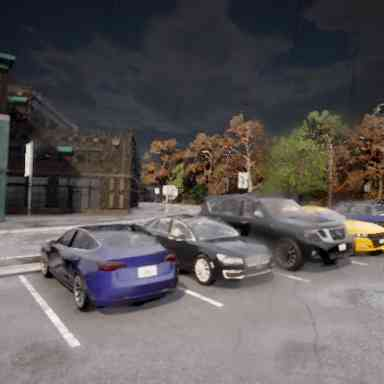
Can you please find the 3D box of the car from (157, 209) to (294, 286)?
[{"bbox_3d":[0.121,1.422,9.531,2.231,1.521,4.892,-1,1,-35],"label":"car"}]

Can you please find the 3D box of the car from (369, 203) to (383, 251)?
[{"bbox_3d":[4.670,1.319,12.767,2.097,1.535,5.008,-1,1,-35],"label":"car"}]

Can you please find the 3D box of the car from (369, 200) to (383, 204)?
[{"bbox_3d":[6.953,1.128,14.346,2.185,1.767,4.553,-2,1,-35],"label":"car"}]

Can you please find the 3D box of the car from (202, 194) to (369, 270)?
[{"bbox_3d":[2.410,1.124,11.117,2.435,2.045,5.566,-1,1,-35],"label":"car"}]

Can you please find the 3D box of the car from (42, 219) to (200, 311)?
[{"bbox_3d":[-2.156,1.487,7.939,2.163,1.488,4.792,-1,0,-35],"label":"car"}]
